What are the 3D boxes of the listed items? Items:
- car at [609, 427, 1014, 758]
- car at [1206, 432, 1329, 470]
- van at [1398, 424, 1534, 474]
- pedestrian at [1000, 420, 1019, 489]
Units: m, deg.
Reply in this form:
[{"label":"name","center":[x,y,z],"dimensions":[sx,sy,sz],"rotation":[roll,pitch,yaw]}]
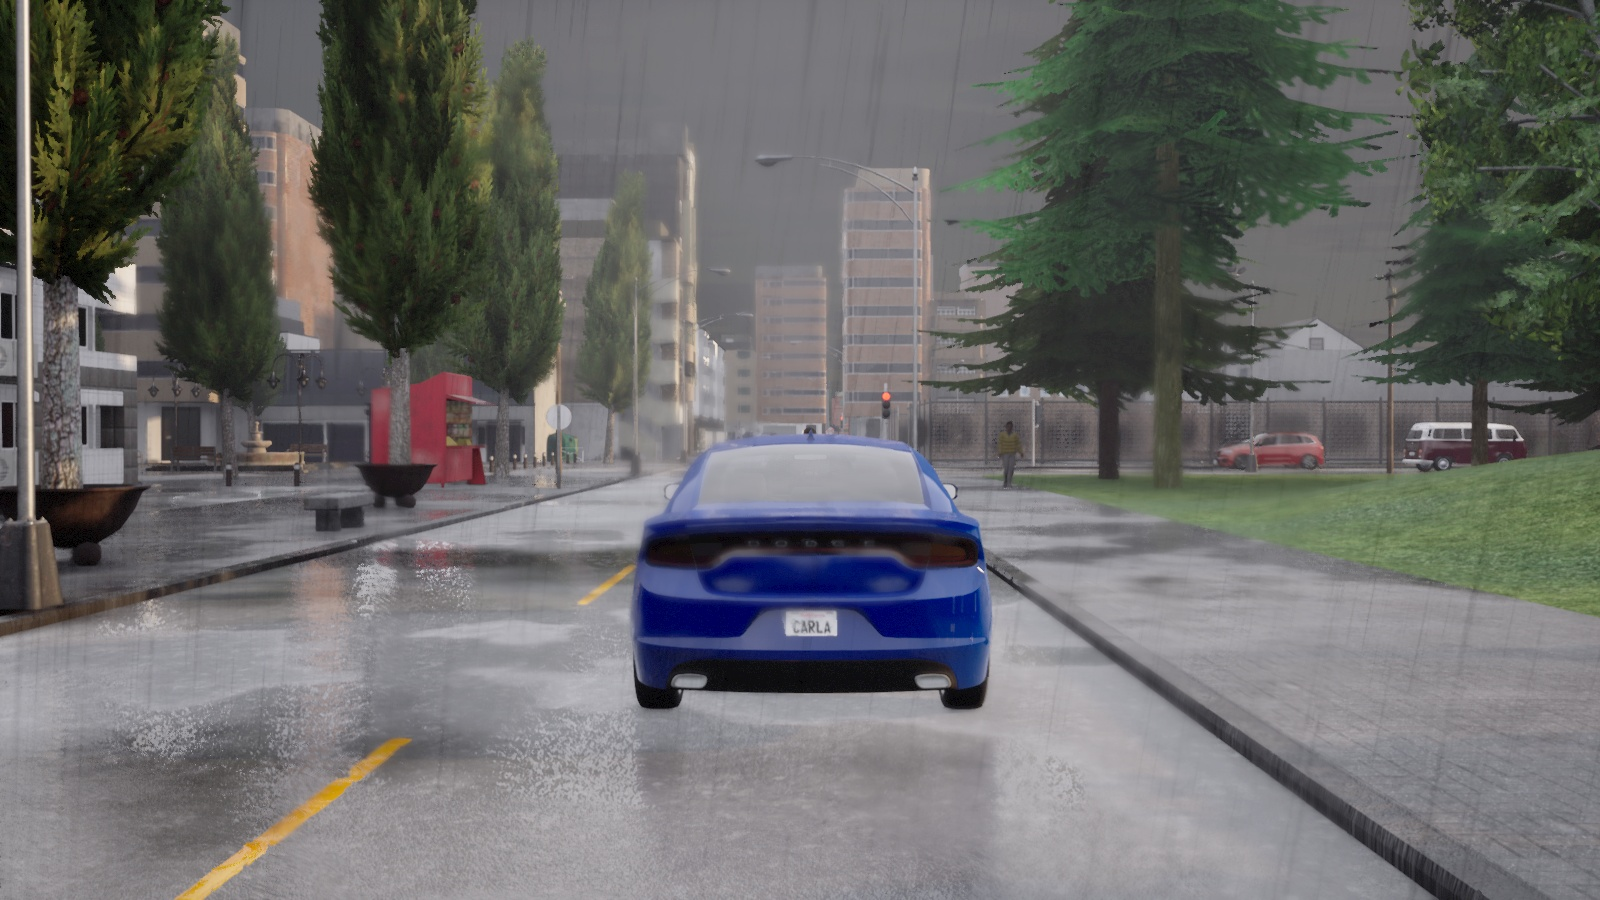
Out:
[{"label":"car","center":[0.070,0.636,8.340],"dimensions":[1.882,1.535,5.008],"rotation":[0,1,0]},{"label":"car","center":[20.645,0.025,55.659],"dimensions":[4.611,1.667,2.242],"rotation":[0,1,0]},{"label":"van","center":[27.328,-0.048,51.620],"dimensions":[4.480,2.038,2.069],"rotation":[0,1,0]},{"label":"pedestrian","center":[5.654,0.105,33.927],"dimensions":[0.431,1.840,0.709],"rotation":[0,1,4]}]
